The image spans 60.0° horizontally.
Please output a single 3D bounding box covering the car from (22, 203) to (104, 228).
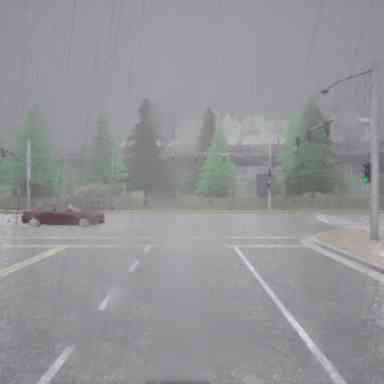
[{"bbox_3d":[-8.124,1.451,21.154,5.008,1.535,1.882,0,1,2],"label":"car"}]
